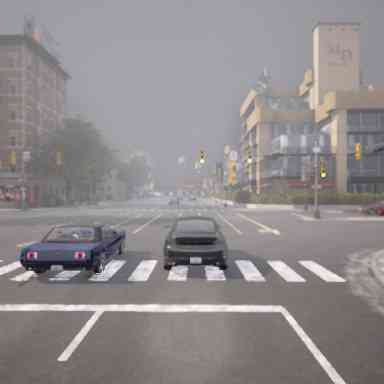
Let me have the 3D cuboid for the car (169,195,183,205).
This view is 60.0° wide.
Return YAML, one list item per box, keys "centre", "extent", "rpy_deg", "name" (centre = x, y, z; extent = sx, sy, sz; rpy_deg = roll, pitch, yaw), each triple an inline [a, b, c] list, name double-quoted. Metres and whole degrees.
- centre: [-3.373, 1.763, 65.140]
  extent: [2.033, 1.411, 5.357]
  rpy_deg: [0, 0, 0]
  name: "car"

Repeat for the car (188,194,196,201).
- centre: [0.039, 1.553, 95.381]
  extent: [2.097, 1.767, 4.553]
  rpy_deg: [0, 0, 0]
  name: "car"

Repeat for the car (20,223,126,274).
- centre: [-3.400, 1.636, 10.602]
  extent: [1.895, 1.301, 4.718]
  rpy_deg: [0, 0, 0]
  name: "car"

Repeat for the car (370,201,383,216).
- centre: [19.856, 1.706, 31.350]
  extent: [4.718, 1.301, 1.895]
  rpy_deg: [0, 0, 0]
  name: "car"

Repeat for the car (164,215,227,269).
- centre: [0.102, 1.545, 11.220]
  extent: [1.837, 1.490, 4.892]
  rpy_deg: [0, 0, 0]
  name: "car"

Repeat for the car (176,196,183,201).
- centre: [-3.461, 1.815, 95.378]
  extent: [1.837, 1.490, 4.892]
  rpy_deg: [0, 0, 0]
  name: "car"

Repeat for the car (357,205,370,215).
- centre: [19.858, 1.642, 34.850]
  extent: [4.674, 1.442, 1.812]
  rpy_deg: [0, 0, 0]
  name: "car"

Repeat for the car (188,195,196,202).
- centre: [0.035, 1.634, 86.628]
  extent: [2.097, 1.767, 4.553]
  rpy_deg: [0, 0, 0]
  name: "car"
